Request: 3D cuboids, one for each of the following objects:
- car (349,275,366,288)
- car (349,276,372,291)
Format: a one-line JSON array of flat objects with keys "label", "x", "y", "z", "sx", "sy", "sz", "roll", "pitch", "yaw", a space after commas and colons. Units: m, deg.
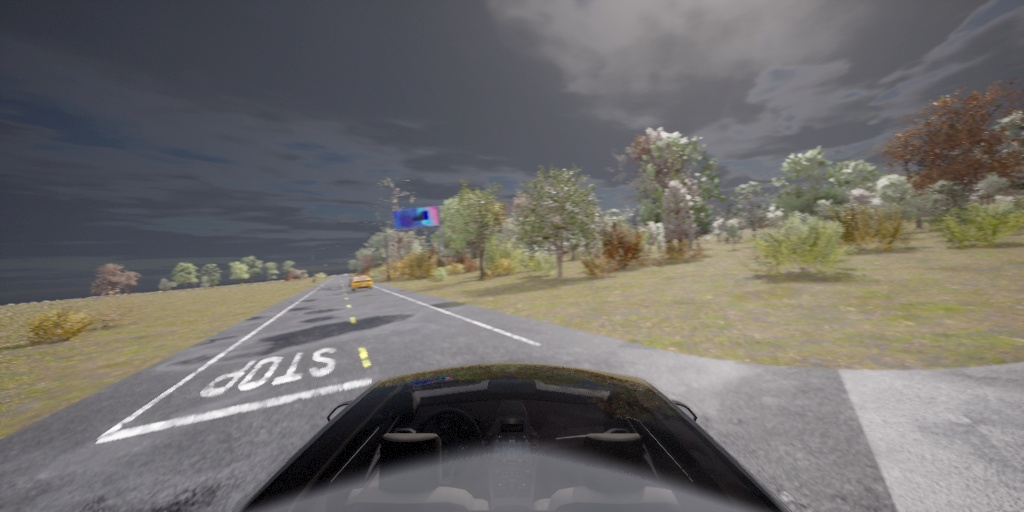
[{"label": "car", "x": -21.345, "y": 3.457, "z": 49.451, "sx": 1.882, "sy": 1.535, "sz": 5.008, "roll": -5, "pitch": 0, "yaw": -25}, {"label": "car", "x": -16.670, "y": 2.974, "z": 39.748, "sx": 1.882, "sy": 1.535, "sz": 5.008, "roll": -5, "pitch": 0, "yaw": -26}]
